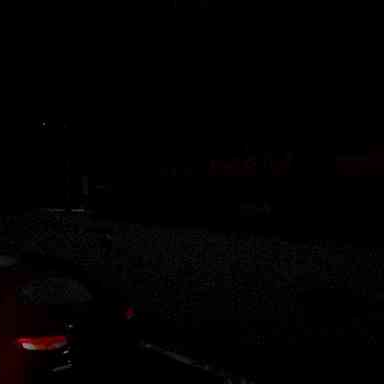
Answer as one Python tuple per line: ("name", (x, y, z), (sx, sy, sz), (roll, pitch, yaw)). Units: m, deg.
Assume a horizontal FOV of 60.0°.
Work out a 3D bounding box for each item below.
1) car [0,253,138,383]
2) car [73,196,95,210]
("car", (-2.582, 1.541, 4.670), (4.206, 1.307, 1.802), (1, -1, 36))
("car", (-10.540, 1.129, 35.664), (1.994, 1.385, 4.181), (-1, 0, 36))
